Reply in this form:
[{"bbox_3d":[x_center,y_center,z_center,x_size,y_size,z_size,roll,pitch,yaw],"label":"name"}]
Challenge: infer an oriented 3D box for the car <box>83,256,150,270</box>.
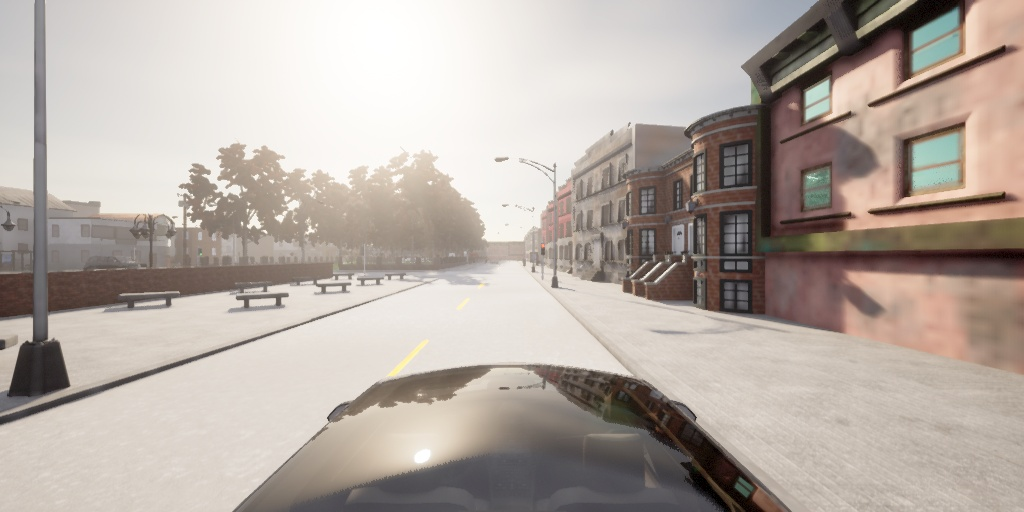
[{"bbox_3d":[-41.088,0.999,37.420,5.566,2.045,2.150,0,0,0],"label":"car"}]
